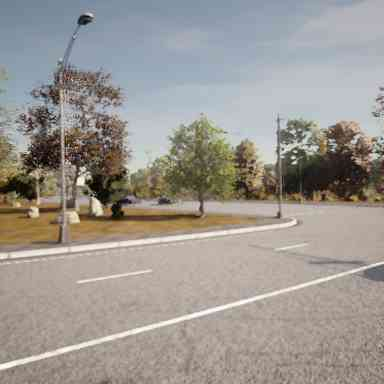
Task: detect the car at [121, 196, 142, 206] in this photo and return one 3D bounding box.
[{"bbox_3d":[-9.540,1.276,50.092,2.033,1.411,5.357,-2,1,-39],"label":"car"}]

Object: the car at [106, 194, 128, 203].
[{"bbox_3d":[-13.736,1.111,60.982,1.882,1.535,5.008,-2,1,-39],"label":"car"}]

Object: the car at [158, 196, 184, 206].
[{"bbox_3d":[-3.127,1.140,47.703,1.812,1.442,4.674,-2,1,-39],"label":"car"}]
